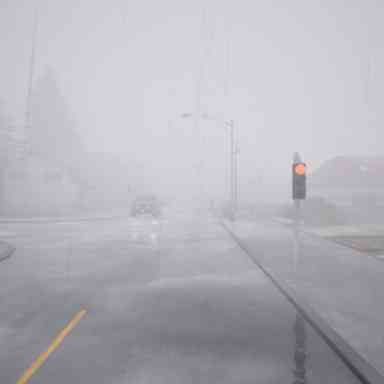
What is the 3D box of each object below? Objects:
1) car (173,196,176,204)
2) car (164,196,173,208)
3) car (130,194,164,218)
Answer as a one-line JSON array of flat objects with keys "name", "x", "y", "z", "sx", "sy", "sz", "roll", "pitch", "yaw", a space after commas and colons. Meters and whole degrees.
[{"name": "car", "x": -4.068, "y": 1.473, "z": 63.505, "sx": 1.837, "sy": 1.490, "sz": 4.892, "roll": 0, "pitch": 0, "yaw": 0}, {"name": "car", "x": -4.106, "y": 1.455, "z": 47.293, "sx": 1.882, "sy": 1.535, "sz": 5.008, "roll": 0, "pitch": 0, "yaw": 0}, {"name": "car", "x": -4.127, "y": 1.206, "z": 30.615, "sx": 2.150, "sy": 2.045, "sz": 5.566, "roll": 0, "pitch": 0, "yaw": 1}]
